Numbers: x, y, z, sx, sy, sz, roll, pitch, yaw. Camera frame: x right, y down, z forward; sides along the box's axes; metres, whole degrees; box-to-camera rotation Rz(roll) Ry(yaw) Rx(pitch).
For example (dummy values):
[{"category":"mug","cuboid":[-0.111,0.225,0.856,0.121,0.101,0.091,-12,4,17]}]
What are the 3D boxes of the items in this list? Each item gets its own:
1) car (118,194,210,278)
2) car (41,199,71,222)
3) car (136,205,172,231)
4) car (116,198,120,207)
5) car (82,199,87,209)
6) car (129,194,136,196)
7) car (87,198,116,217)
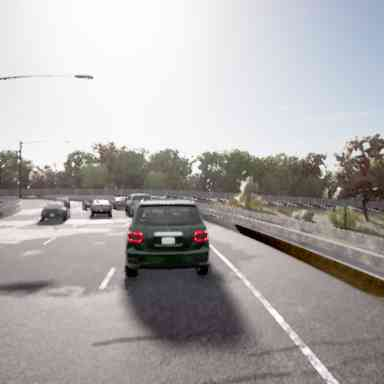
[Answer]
[{"category":"car","cuboid":[-0.794,1.218,10.370,2.150,2.045,5.566,0,0,-5]},{"category":"car","cuboid":[-10.860,1.524,26.621,1.812,1.442,4.674,0,0,-15]},{"category":"car","cuboid":[-2.611,1.594,21.731,1.895,1.301,4.718,0,0,-12]},{"category":"car","cuboid":[-9.817,1.481,44.453,2.128,1.511,4.902,0,0,-23]},{"category":"car","cuboid":[-13.368,1.594,43.869,1.895,1.301,4.718,0,0,-24]},{"category":"car","cuboid":[-5.216,1.212,32.274,2.150,2.045,5.566,0,0,-16]},{"category":"car","cuboid":[-8.738,1.486,31.835,2.128,1.511,4.902,0,0,-17]}]
